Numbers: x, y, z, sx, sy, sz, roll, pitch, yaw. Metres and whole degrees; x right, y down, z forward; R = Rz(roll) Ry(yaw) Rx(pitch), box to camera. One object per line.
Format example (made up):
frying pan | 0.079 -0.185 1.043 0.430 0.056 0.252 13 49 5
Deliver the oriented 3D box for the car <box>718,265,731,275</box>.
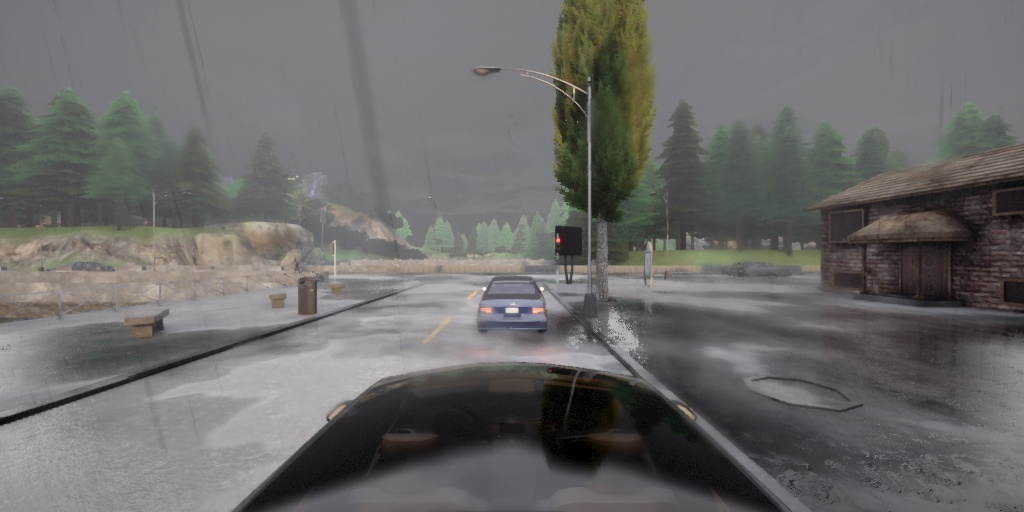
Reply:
car | 23.673 1.254 36.461 4.892 1.490 1.837 0 0 0

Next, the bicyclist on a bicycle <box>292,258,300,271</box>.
bicyclist on a bicycle | -24.512 1.099 40.678 0.582 1.620 1.656 0 0 0

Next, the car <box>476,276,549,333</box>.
car | 0.027 1.297 10.743 2.033 1.411 5.357 0 0 0

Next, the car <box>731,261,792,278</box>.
car | 22.599 1.314 32.268 4.181 1.385 1.994 0 0 0

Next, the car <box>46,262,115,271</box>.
car | -43.713 1.297 36.388 5.357 1.411 2.033 0 0 0
